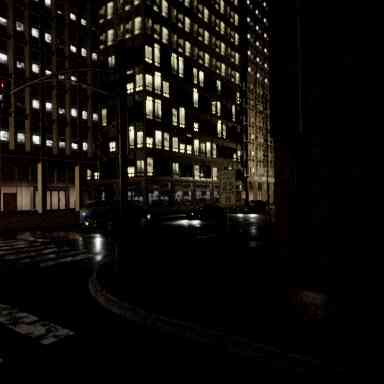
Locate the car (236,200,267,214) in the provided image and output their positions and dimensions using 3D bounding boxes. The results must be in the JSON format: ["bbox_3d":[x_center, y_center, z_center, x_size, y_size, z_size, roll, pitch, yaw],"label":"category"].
[{"bbox_3d":[7.088,1.631,37.281,1.812,1.442,4.674,-1,-1,36],"label":"car"}]

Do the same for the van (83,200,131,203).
[{"bbox_3d":[-6.017,1.460,23.528,1.690,1.788,3.998,-2,-1,36],"label":"van"}]

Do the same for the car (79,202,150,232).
[{"bbox_3d":[-4.675,1.571,20.993,1.837,1.490,4.892,-1,-1,33],"label":"car"}]

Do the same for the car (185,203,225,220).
[{"bbox_3d":[1.188,1.649,29.095,1.994,1.385,4.181,-1,-1,36],"label":"car"}]
